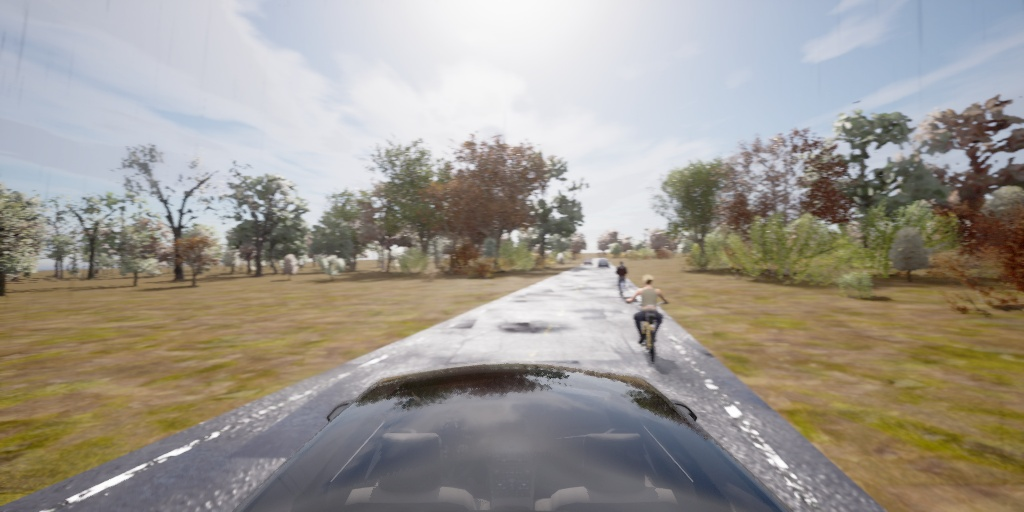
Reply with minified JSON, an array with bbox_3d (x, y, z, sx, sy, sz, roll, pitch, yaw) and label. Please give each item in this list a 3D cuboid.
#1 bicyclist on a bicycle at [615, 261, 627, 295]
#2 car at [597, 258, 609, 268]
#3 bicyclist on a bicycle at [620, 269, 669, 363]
[{"bbox_3d":[5.244,1.098,17.155,0.659,1.776,1.843,-1,0,14],"label":"bicyclist on a bicycle"},{"bbox_3d":[15.476,1.311,60.784,1.994,1.385,4.181,-1,0,14],"label":"car"},{"bbox_3d":[2.685,1.159,7.083,0.866,1.612,1.509,-1,0,14],"label":"bicyclist on a bicycle"}]
